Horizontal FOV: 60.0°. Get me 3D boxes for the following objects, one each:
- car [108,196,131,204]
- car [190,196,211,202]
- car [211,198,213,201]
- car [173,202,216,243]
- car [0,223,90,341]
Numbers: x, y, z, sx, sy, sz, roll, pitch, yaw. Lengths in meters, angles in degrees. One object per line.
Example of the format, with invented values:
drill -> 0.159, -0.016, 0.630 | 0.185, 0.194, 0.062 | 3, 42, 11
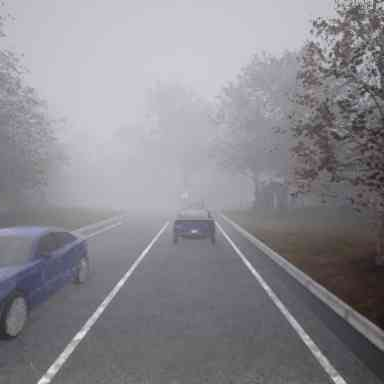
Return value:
car -> -14.262, 1.489, 65.889 | 1.882, 1.535, 5.008 | -1, 0, 37
car -> 0.588, 1.498, 36.134 | 2.128, 1.511, 4.902 | 0, 0, 7
car -> 1.994, 1.608, 71.930 | 4.718, 1.301, 1.895 | 0, 0, 13
car -> 0.098, 1.480, 16.257 | 1.882, 1.535, 5.008 | 0, 0, 0
car -> -3.601, 1.479, 6.705 | 1.882, 1.535, 5.008 | 0, 0, 0
